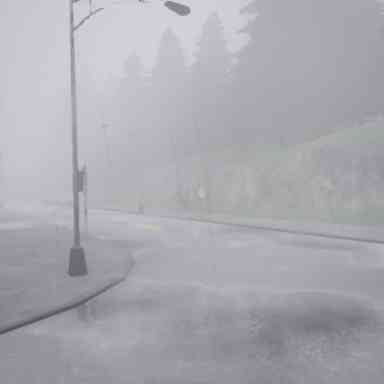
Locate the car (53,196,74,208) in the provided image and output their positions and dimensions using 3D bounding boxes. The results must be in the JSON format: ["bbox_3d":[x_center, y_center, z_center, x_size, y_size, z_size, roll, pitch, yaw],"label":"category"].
[{"bbox_3d":[-16.019,1.309,42.829,1.812,1.442,4.674,-2,1,-34],"label":"car"}]

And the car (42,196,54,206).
[{"bbox_3d":[-21.619,1.340,50.933,2.033,1.411,5.357,-2,1,-34],"label":"car"}]

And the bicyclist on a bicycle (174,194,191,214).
[{"bbox_3d":[-0.791,1.015,28.042,1.656,1.620,0.582,-2,1,-34],"label":"bicyclist on a bicycle"}]
